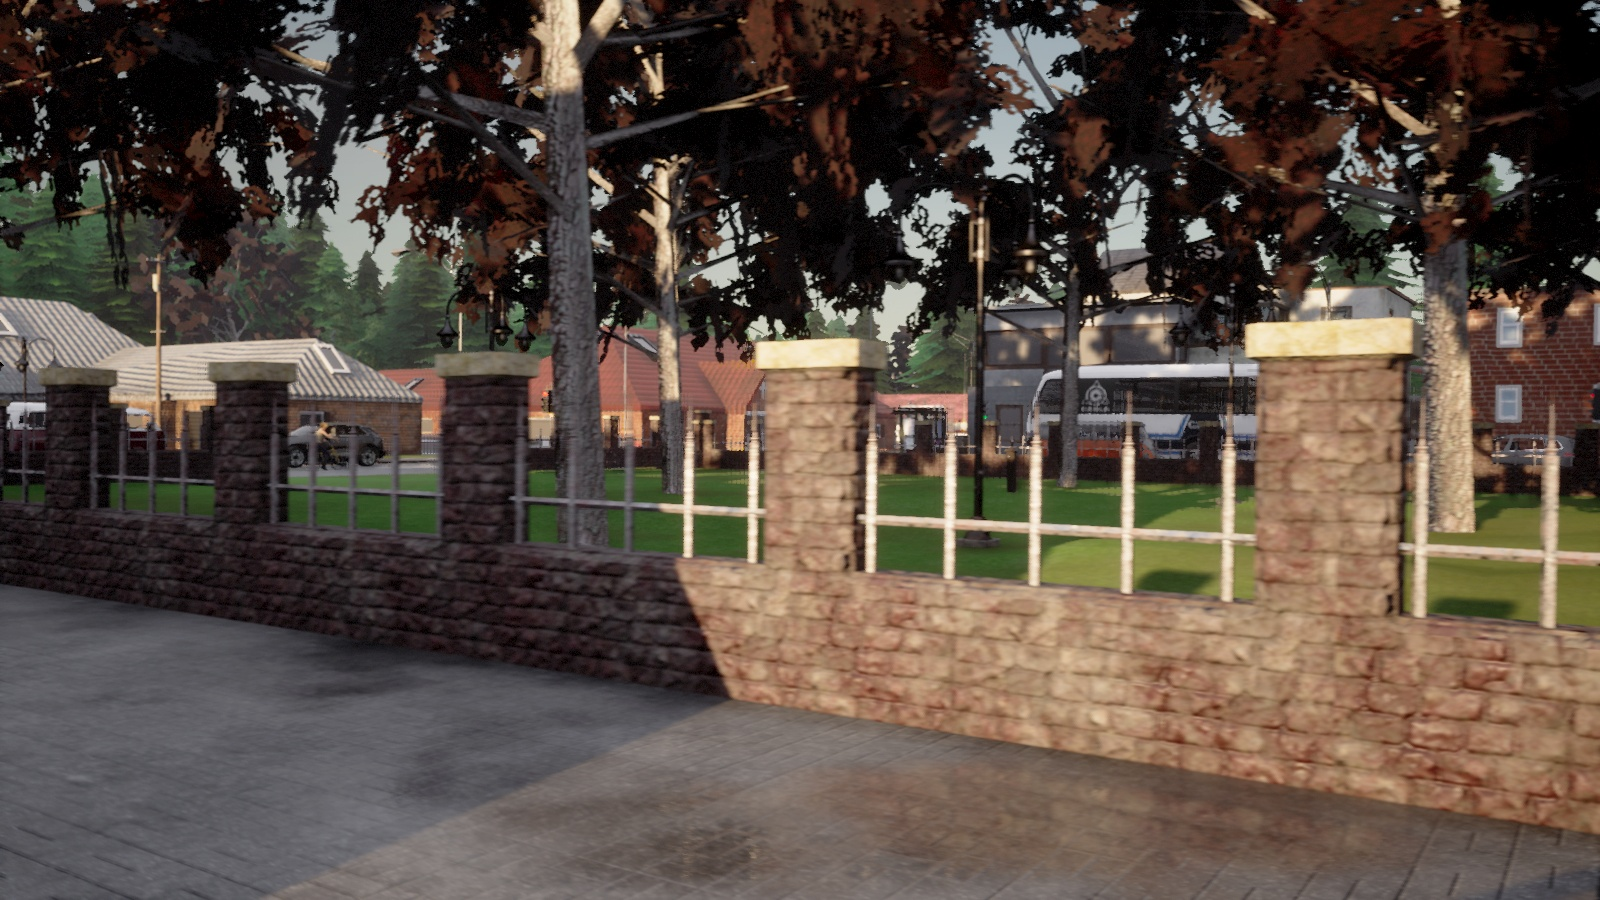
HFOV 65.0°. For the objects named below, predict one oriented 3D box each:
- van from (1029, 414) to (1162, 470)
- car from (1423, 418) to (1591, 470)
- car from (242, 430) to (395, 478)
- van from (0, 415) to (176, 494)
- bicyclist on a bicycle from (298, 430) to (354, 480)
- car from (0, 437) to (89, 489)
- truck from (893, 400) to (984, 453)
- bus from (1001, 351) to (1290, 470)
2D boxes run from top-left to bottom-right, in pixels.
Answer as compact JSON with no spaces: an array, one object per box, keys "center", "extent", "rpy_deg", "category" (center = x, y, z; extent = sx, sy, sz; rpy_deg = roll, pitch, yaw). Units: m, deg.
[{"center":[10.926,-0.285,46.488],"extent":[4.442,1.987,1.775],"rpy_deg":[0,1,32],"category":"van"},{"center":[23.775,-0.224,42.313],"extent":[4.611,1.667,2.242],"rpy_deg":[0,1,39],"category":"car"},{"center":[-17.526,0.107,45.905],"extent":[2.033,1.649,4.856],"rpy_deg":[0,1,37],"category":"car"},{"center":[-20.165,0.080,35.035],"extent":[2.069,2.038,4.480],"rpy_deg":[0,1,33],"category":"van"},{"center":[-15.728,0.163,41.683],"extent":[0.866,1.612,1.509],"rpy_deg":[0,1,32],"category":"bicyclist on a bicycle"},{"center":[-23.727,0.367,36.580],"extent":[1.837,1.490,4.892],"rpy_deg":[0,1,37],"category":"car"},{"center":[9.707,-1.616,87.220],"extent":[2.891,3.462,7.936],"rpy_deg":[0,1,34],"category":"truck"},{"center":[13.505,-1.480,49.615],"extent":[10.273,4.253,3.944],"rpy_deg":[0,1,33],"category":"bus"}]
